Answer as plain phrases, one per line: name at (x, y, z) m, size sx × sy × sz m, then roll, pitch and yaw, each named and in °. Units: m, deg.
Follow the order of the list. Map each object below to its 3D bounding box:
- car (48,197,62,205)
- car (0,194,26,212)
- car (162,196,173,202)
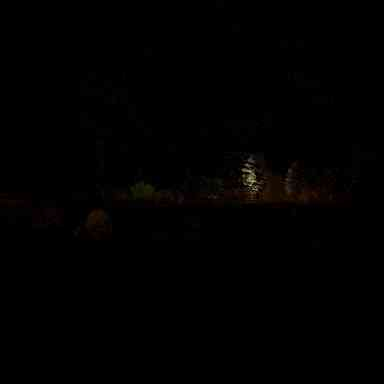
car at (-22.682, 1.594, 51.686) m, size 1.882 × 1.535 × 5.008 m, roll 0°, pitch 1°, yaw 34°
car at (-21.886, 1.282, 40.278) m, size 2.150 × 2.045 × 5.566 m, roll 0°, pitch 0°, yaw 34°
car at (-6.252, 1.631, 76.220) m, size 1.882 × 1.535 × 5.008 m, roll 0°, pitch 0°, yaw 34°
